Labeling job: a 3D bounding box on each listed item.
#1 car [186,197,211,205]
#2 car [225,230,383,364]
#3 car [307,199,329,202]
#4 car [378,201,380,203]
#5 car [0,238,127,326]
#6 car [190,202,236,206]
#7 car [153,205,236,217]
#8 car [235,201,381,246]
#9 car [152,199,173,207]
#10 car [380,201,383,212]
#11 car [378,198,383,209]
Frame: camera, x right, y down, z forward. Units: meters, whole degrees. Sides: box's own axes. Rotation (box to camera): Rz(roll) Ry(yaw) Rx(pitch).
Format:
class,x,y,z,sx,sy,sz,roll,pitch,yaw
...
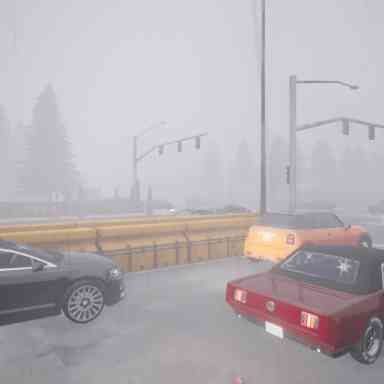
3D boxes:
class,x,y,z,sx,sy,sz,roll,pitch,yaw
car,1.058,1.547,54.859,2.033,1.411,5.357,0,0,-36
car,2.937,1.601,5.848,4.718,1.301,1.895,0,0,-36
car,14.705,1.525,39.673,4.674,1.442,1.812,0,1,1
car,21.208,1.601,36.366,4.718,1.301,1.895,0,0,-36
car,-3.528,1.492,5.522,4.902,1.511,2.128,0,0,-36
car,2.302,1.564,22.852,4.181,1.385,1.994,0,0,-36
car,-0.067,1.564,16.857,4.181,1.385,1.994,0,0,-36
car,3.885,1.352,10.829,4.553,1.767,2.097,0,0,-36
car,-4.243,1.564,43.989,1.994,1.385,4.181,0,0,-36
car,20.576,1.224,31.616,5.566,2.045,2.150,0,0,-36
car,27.266,1.563,44.991,4.181,1.385,1.994,0,0,-35
